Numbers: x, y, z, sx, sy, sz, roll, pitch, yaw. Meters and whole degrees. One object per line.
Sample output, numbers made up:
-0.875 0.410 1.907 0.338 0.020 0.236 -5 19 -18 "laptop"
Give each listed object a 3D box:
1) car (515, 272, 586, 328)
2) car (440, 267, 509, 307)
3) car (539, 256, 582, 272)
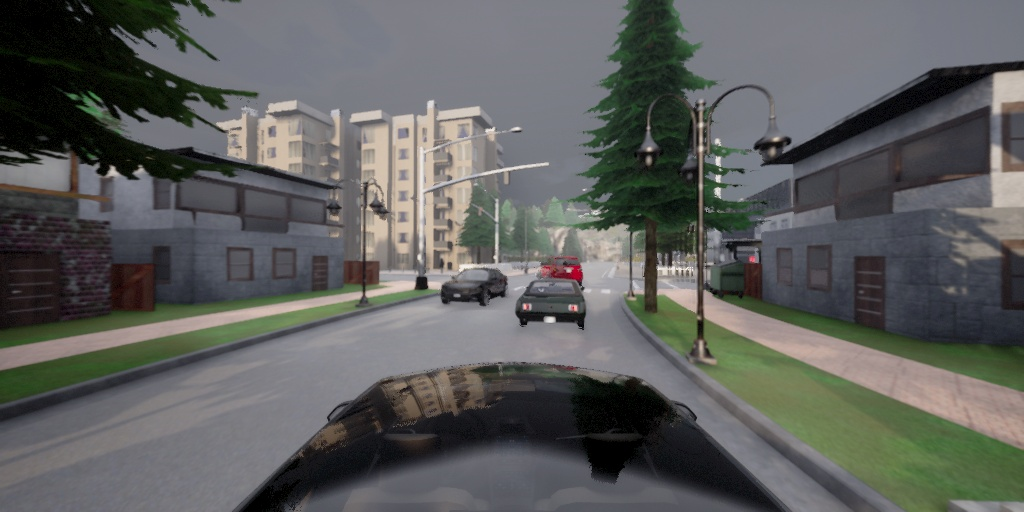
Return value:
1.382 1.383 11.557 1.895 1.301 4.718 0 0 10 "car"
-1.527 1.266 16.154 1.882 1.535 5.008 0 0 14 "car"
3.361 1.062 25.589 2.150 2.045 5.566 1 0 -6 "car"
